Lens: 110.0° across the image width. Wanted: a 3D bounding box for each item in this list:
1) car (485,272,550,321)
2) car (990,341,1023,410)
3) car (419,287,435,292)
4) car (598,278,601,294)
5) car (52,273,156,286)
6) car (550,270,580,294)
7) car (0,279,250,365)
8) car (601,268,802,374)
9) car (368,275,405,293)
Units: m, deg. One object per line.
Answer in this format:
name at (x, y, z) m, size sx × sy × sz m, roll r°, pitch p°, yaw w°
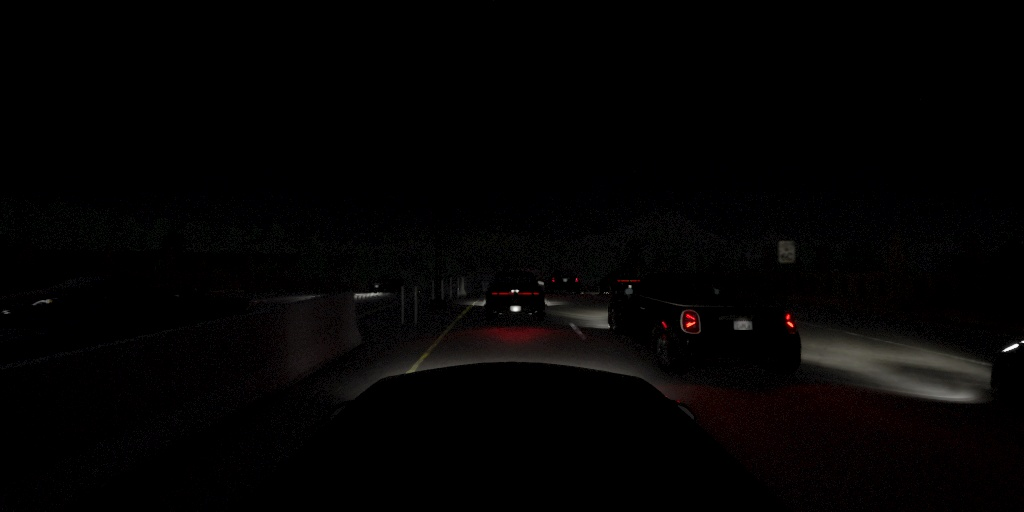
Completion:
car at (0.105, 1.310, 12.692) m, size 1.837 × 1.490 × 4.892 m, roll 0°, pitch -1°, yaw 0°
car at (7.101, 1.102, 2.581) m, size 2.097 × 1.767 × 4.553 m, roll 0°, pitch 0°, yaw 0°
car at (-13.968, 5.843, 59.027) m, size 1.882 × 1.535 × 5.008 m, roll 0°, pitch -8°, yaw 0°
car at (7.112, 1.822, 24.002) m, size 1.837 × 1.490 × 4.892 m, roll 0°, pitch -4°, yaw 0°
car at (-14.091, 1.326, 12.320) m, size 1.812 × 1.442 × 4.674 m, roll 0°, pitch -1°, yaw 0°
car at (3.614, 1.851, 26.411) m, size 2.097 × 1.767 × 4.553 m, roll 0°, pitch -5°, yaw 0°
car at (-7.096, 1.296, 6.221) m, size 2.033 × 1.411 × 5.357 m, roll 0°, pitch 0°, yaw 0°
car at (3.604, 1.104, 7.715) m, size 2.097 × 1.767 × 4.553 m, roll 0°, pitch 0°, yaw 0°
car at (-10.565, 2.350, 30.502) m, size 2.128 × 1.511 × 4.902 m, roll 0°, pitch -6°, yaw 0°
